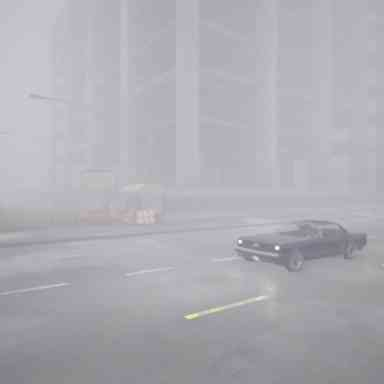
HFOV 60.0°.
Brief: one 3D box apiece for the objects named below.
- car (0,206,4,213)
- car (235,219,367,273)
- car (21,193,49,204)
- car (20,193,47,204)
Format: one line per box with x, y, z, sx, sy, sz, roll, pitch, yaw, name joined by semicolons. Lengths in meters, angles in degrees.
-16.750;1.136;25.194;3.866;1.878;1.905;0;0;-36;car
3.648;1.605;10.876;4.718;1.301;1.895;0;0;-35;car
-26.038;1.096;55.919;3.866;1.878;1.905;0;0;-36;car
-27.759;1.094;58.304;3.866;1.878;1.905;0;0;-36;car
